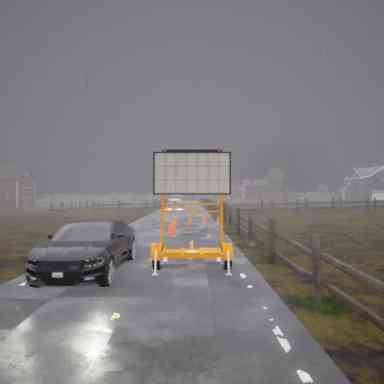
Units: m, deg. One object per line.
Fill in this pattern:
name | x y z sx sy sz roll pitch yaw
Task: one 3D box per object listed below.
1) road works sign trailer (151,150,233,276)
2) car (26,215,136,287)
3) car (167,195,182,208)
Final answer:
road works sign trailer | 0.003 0.481 10.425 2.380 3.560 2.880 0 0 0
car | -2.850 1.492 9.549 1.882 1.535 5.008 0 0 0
car | -2.733 1.490 53.311 2.150 2.045 5.566 0 -1 0
